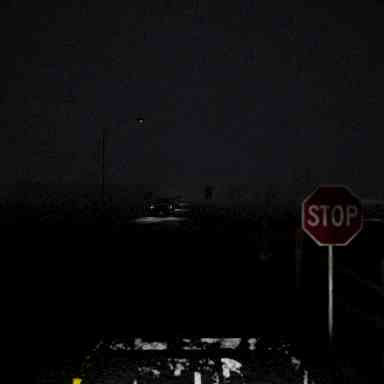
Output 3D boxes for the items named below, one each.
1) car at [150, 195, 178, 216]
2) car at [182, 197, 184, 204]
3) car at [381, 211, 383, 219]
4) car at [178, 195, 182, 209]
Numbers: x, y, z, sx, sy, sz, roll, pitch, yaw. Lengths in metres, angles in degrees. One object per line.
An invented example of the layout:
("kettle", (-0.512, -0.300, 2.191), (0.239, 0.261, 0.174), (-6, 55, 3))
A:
("car", (-2.772, 1.332, 31.860), (2.097, 1.767, 4.553), (0, 0, 0))
("car", (-2.795, 1.409, 66.885), (2.097, 1.767, 4.553), (0, 0, 0))
("car", (19.821, 1.873, 30.894), (4.674, 1.442, 1.812), (1, -1, -21))
("car", (-2.779, 1.368, 45.652), (2.097, 1.767, 4.553), (0, 0, 0))
